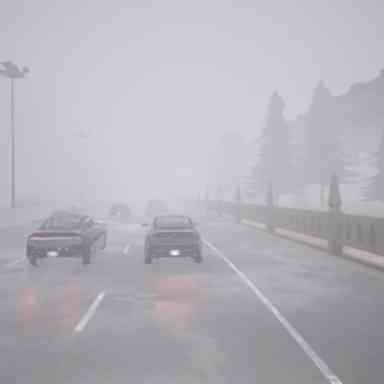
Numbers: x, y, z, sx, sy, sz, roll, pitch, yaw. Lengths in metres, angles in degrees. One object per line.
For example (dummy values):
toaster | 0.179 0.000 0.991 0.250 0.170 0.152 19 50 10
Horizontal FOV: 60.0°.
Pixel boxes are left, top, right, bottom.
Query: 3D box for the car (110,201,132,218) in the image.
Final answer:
car | -6.964 1.687 32.493 1.837 1.490 4.892 0 -1 -8

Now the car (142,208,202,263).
car | -0.764 1.561 12.270 1.837 1.490 4.892 0 0 -6

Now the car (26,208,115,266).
car | -4.244 1.570 11.909 2.128 1.511 4.902 0 0 -6

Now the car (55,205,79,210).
car | -9.524 1.699 25.497 1.812 1.442 4.674 0 0 -8

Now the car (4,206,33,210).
car | -18.099 1.873 34.992 1.895 1.301 4.718 0 0 -8

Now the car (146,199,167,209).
car | -3.729 1.522 34.617 2.097 1.767 4.553 0 0 -8
